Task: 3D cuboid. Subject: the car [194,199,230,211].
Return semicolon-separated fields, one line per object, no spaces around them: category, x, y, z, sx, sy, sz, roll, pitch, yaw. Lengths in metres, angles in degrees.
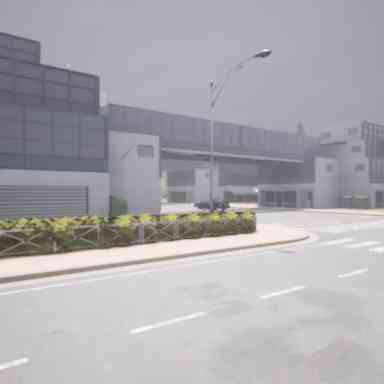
car;2.466;1.548;41.711;2.033;1.411;5.357;0;0;-36
